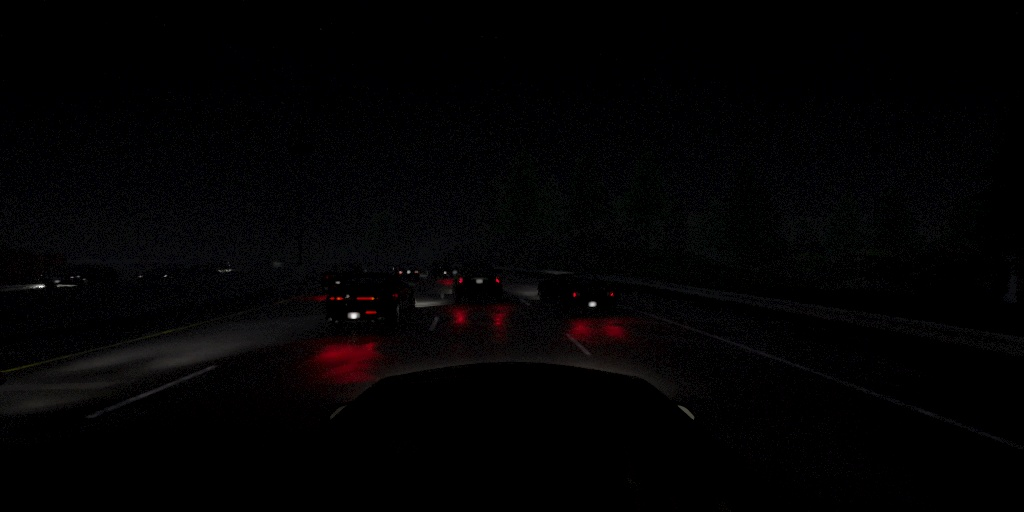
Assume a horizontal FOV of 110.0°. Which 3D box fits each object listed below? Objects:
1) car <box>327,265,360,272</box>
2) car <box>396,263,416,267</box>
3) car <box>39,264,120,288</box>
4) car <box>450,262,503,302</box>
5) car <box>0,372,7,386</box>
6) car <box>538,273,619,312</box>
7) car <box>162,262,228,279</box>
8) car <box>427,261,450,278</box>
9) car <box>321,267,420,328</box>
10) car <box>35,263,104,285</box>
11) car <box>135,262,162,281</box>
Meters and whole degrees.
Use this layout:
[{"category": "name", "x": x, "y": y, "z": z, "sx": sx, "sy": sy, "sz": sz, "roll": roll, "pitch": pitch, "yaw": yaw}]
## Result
[{"category": "car", "x": -9.787, "y": 1.249, "z": 21.269, "sx": 1.882, "sy": 1.535, "sz": 5.008, "roll": 0, "pitch": 0, "yaw": -14}, {"category": "car", "x": -8.945, "y": 1.305, "z": 30.237, "sx": 2.033, "sy": 1.411, "sz": 5.357, "roll": 0, "pitch": 0, "yaw": -21}, {"category": "car", "x": -29.618, "y": 1.347, "z": 24.839, "sx": 2.128, "sy": 1.511, "sz": 4.902, "roll": 0, "pitch": 0, "yaw": -23}, {"category": "car", "x": -1.757, "y": 1.092, "z": 17.308, "sx": 2.097, "sy": 1.767, "sz": 4.553, "roll": 0, "pitch": 0, "yaw": -10}, {"category": "car", "x": -7.065, "y": 1.382, "z": 2.152, "sx": 1.895, "sy": 1.301, "sz": 4.718, "roll": 0, "pitch": 0, "yaw": -1}, {"category": "car", "x": 2.369, "y": 1.326, "z": 14.225, "sx": 1.895, "sy": 1.301, "sz": 4.718, "roll": 0, "pitch": 0, "yaw": -9}, {"category": "car", "x": -22.393, "y": 1.386, "z": 25.533, "sx": 1.994, "sy": 1.385, "sz": 4.181, "roll": 0, "pitch": 0, "yaw": -22}, {"category": "car", "x": -6.896, "y": 1.248, "z": 34.254, "sx": 1.837, "sy": 1.490, "sz": 4.892, "roll": 0, "pitch": 0, "yaw": -22}, {"category": "car", "x": -4.324, "y": 1.263, "z": 11.527, "sx": 1.837, "sy": 1.490, "sz": 4.892, "roll": 0, "pitch": 0, "yaw": -7}, {"category": "car", "x": -35.439, "y": 1.381, "z": 28.897, "sx": 1.837, "sy": 1.490, "sz": 4.892, "roll": 0, "pitch": 0, "yaw": -30}, {"category": "car", "x": -27.417, "y": 1.389, "z": 28.619, "sx": 2.033, "sy": 1.411, "sz": 5.357, "roll": 0, "pitch": 0, "yaw": -25}]
